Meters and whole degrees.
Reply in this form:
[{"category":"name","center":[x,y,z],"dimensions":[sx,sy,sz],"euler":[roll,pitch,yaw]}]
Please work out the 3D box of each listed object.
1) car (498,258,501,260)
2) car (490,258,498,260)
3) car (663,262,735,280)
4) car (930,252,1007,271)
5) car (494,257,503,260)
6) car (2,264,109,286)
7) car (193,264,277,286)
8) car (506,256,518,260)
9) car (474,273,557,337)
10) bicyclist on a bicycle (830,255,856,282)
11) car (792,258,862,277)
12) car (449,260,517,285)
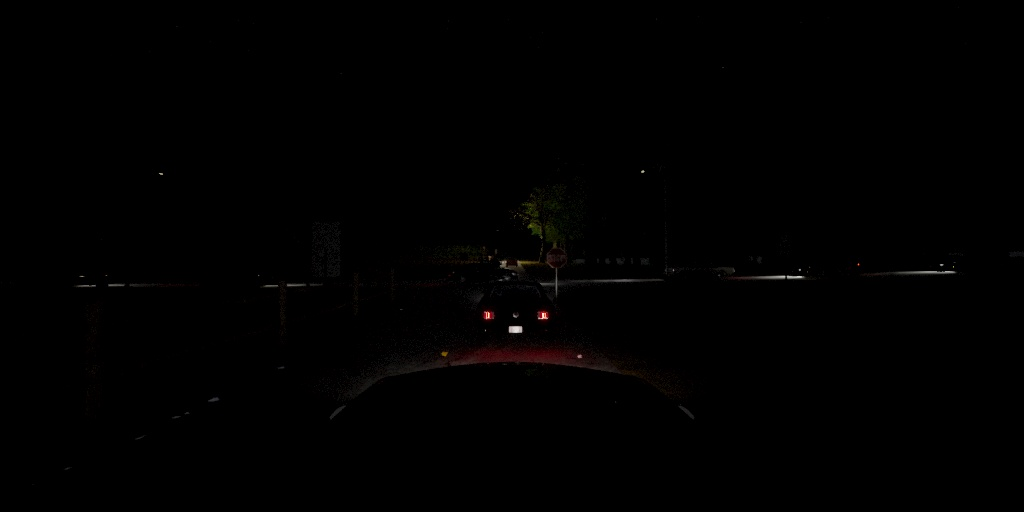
[{"category":"car","center":[-2.925,1.255,49.032],"dimensions":[1.895,1.301,4.718],"euler":[0,0,0]},{"category":"car","center":[-2.948,1.233,39.984],"dimensions":[1.812,1.442,4.674],"euler":[0,0,1]},{"category":"car","center":[14.196,1.121,27.496],"dimensions":[4.718,1.301,1.895],"euler":[-1,-1,0]},{"category":"car","center":[35.008,0.440,27.602],"dimensions":[4.181,1.385,1.994],"euler":[-2,-1,-1]},{"category":"car","center":[-2.914,1.118,58.825],"dimensions":[2.033,1.411,5.357],"euler":[0,1,1]},{"category":"car","center":[-30.891,1.254,24.330],"dimensions":[5.357,1.411,2.033],"euler":[0,-1,0]},{"category":"car","center":[-18.740,1.260,24.387],"dimensions":[4.892,1.490,1.837],"euler":[0,-1,0]},{"category":"car","center":[-0.021,1.001,63.551],"dimensions":[1.882,1.535,5.008],"euler":[0,1,0]},{"category":"car","center":[0.082,1.352,10.226],"dimensions":[1.895,1.301,4.718],"euler":[0,0,0]},{"category":"bicyclist on a bicycle","center":[19.856,0.746,21.541],"dimensions":[0.582,1.620,1.656],"euler":[-1,-1,0]},{"category":"car","center":[24.086,0.828,27.542],"dimensions":[4.181,1.385,1.994],"euler":[-2,-1,0]},{"category":"car","center":[-1.922,1.206,24.460],"dimensions":[4.674,1.442,1.812],"euler":[0,-1,0]}]
